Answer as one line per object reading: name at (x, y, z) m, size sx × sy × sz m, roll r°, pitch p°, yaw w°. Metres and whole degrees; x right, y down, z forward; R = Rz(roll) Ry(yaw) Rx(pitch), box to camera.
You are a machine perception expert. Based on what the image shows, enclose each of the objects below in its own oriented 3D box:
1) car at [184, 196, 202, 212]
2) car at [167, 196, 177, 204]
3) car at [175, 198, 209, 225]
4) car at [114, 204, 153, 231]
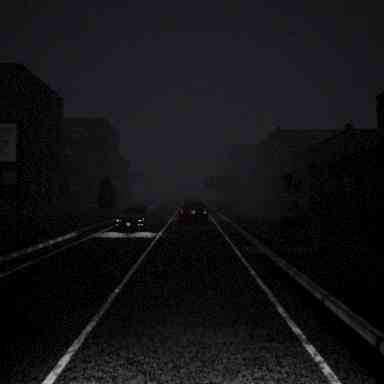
car at (0.088, 1.475, 41.960) m, size 2.097 × 1.767 × 4.553 m, roll 0°, pitch 0°, yaw 0°
car at (-3.567, 1.538, 63.153) m, size 2.128 × 1.511 × 4.902 m, roll 0°, pitch 1°, yaw 0°
car at (0.101, 1.416, 24.639) m, size 2.097 × 1.767 × 4.553 m, roll 0°, pitch 0°, yaw 0°
car at (-3.573, 1.556, 21.071) m, size 1.837 × 1.490 × 4.892 m, roll 0°, pitch 0°, yaw 0°
